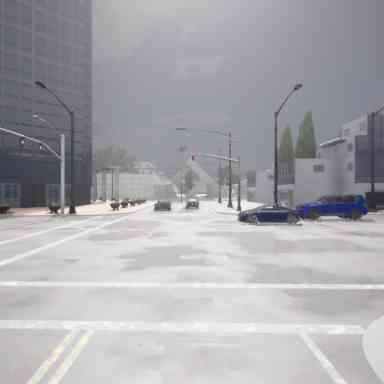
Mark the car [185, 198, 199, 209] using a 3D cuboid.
[{"bbox_3d":[0.044,1.574,47.029,2.033,1.411,5.357,0,0,0],"label":"car"}]

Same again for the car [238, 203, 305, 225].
[{"bbox_3d":[5.369,1.578,23.541,4.181,1.385,1.994,0,0,-1],"label":"car"}]

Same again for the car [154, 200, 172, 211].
[{"bbox_3d":[-3.609,1.624,41.636,1.895,1.301,4.718,0,0,0],"label":"car"}]

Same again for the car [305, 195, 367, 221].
[{"bbox_3d":[11.272,1.235,27.127,5.566,2.045,2.150,0,0,0],"label":"car"}]
